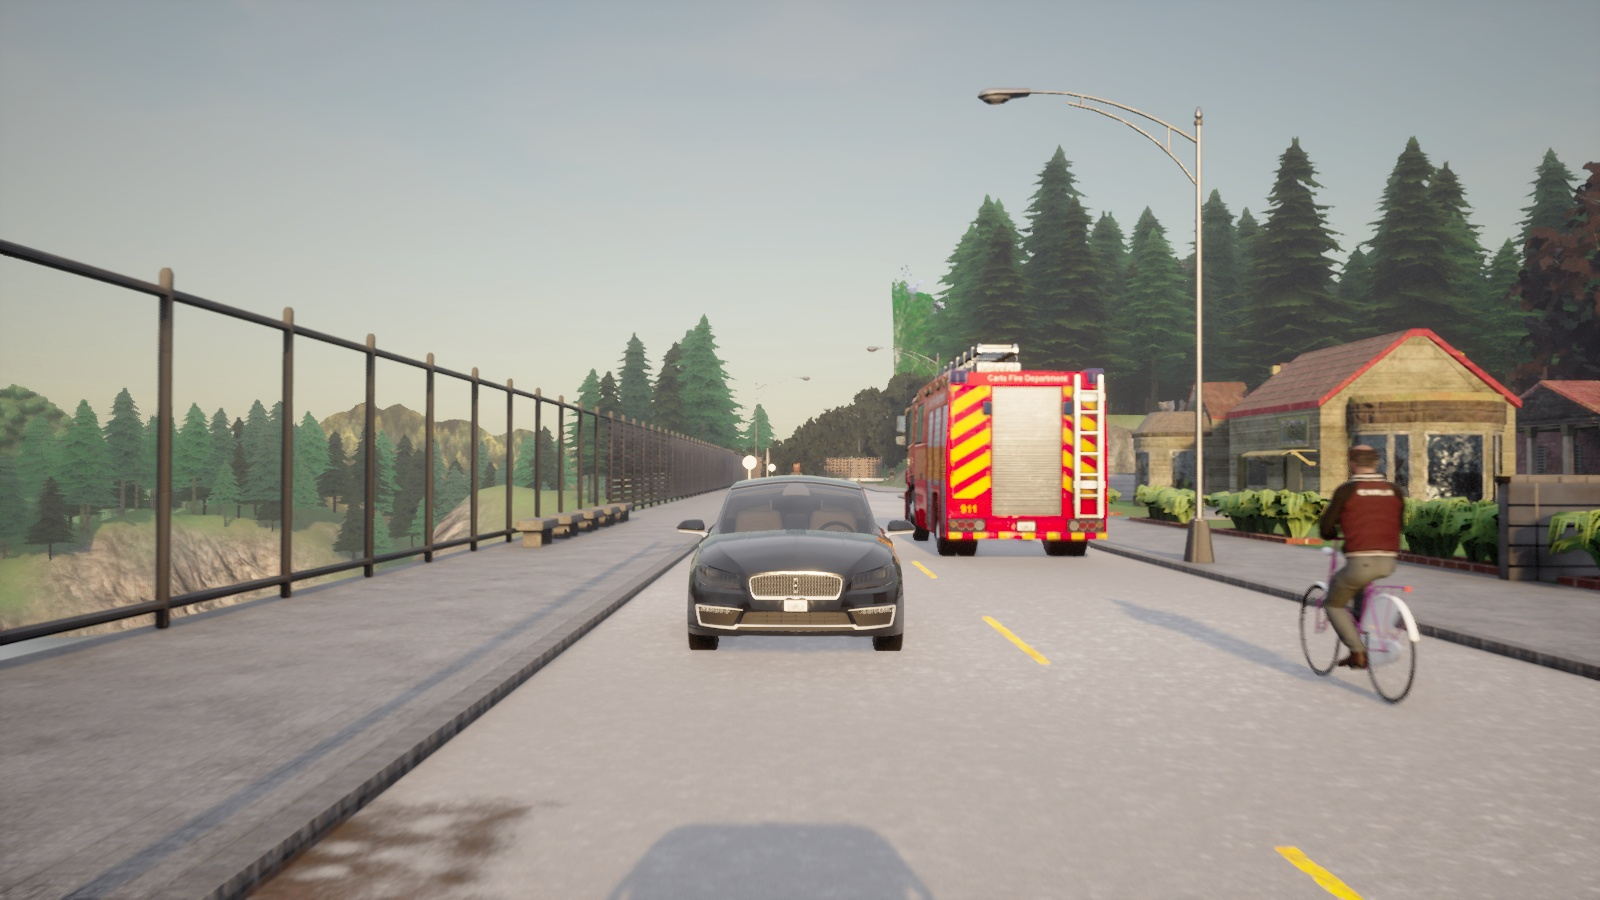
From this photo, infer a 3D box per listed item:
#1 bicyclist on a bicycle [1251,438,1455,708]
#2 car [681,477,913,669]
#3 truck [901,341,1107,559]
[{"bbox_3d":[3.977,0.823,9.206,0.659,1.776,1.843,0,-1,0],"label":"bicyclist on a bicycle"},{"bbox_3d":[-0.031,1.027,12.405,1.837,1.490,4.892,0,-1,0],"label":"car"},{"bbox_3d":[3.931,0.075,26.344,2.891,3.827,8.468,0,-1,0],"label":"truck"}]
